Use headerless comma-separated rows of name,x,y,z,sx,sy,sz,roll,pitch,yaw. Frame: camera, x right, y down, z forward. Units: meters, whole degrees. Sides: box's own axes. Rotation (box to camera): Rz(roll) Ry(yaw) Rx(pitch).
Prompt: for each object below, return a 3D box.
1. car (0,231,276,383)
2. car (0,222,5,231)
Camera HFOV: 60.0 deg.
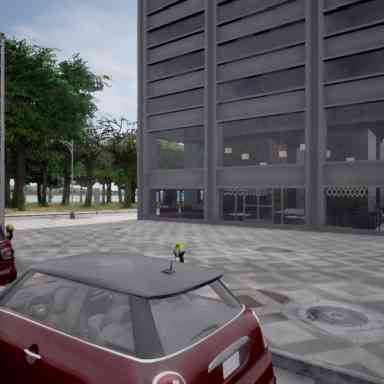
car,-1.257,1.440,3.855,4.097,1.590,1.967,0,0,35
car,-5.686,1.315,7.010,5.009,1.841,2.192,0,0,35
